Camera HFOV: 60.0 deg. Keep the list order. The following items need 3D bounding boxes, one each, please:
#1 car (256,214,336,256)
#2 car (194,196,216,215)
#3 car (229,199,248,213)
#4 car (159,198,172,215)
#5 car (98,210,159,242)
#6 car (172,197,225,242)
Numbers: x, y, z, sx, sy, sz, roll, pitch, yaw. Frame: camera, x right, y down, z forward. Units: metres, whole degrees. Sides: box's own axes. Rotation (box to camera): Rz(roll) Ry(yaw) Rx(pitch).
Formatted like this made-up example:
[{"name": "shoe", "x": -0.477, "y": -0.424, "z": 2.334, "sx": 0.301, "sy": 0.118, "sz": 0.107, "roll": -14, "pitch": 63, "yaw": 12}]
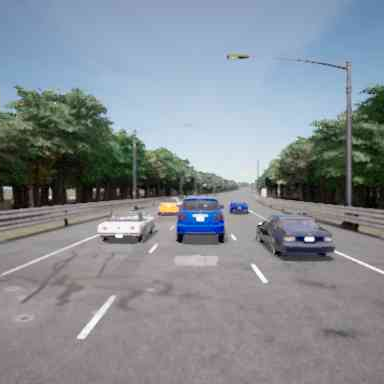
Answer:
[{"name": "car", "x": 3.831, "y": 1.557, "z": 13.159, "sx": 2.033, "sy": 1.411, "sz": 5.357, "roll": 0, "pitch": 0, "yaw": 2}, {"name": "car", "x": 1.438, "y": 1.376, "z": 34.574, "sx": 2.097, "sy": 1.767, "sz": 4.553, "roll": 0, "pitch": 0, "yaw": 4}, {"name": "car", "x": 5.111, "y": 1.508, "z": 36.785, "sx": 1.882, "sy": 1.535, "sz": 5.008, "roll": 0, "pitch": 0, "yaw": 4}, {"name": "car", "x": -2.097, "y": 1.372, "z": 34.207, "sx": 2.097, "sy": 1.767, "sz": 4.553, "roll": 0, "pitch": 0, "yaw": 4}, {"name": "car", "x": -3.057, "y": 1.607, "z": 16.564, "sx": 1.895, "sy": 1.301, "sz": 4.718, "roll": 0, "pitch": 0, "yaw": 2}, {"name": "car", "x": 0.449, "y": 1.231, "z": 16.636, "sx": 2.150, "sy": 2.045, "sz": 5.566, "roll": 0, "pitch": 0, "yaw": 2}]
